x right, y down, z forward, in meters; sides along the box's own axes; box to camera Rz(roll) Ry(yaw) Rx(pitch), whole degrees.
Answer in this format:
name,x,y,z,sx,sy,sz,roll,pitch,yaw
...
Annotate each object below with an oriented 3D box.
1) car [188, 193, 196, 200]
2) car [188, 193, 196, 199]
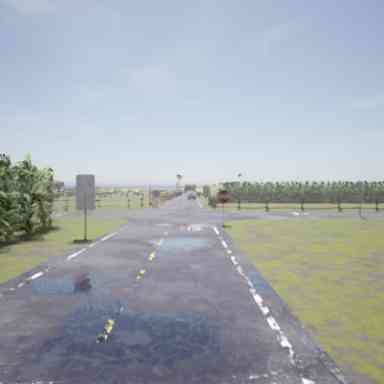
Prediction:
name,x,y,z,sx,sy,sz,roll,pitch,yaw
car,0.007,1.056,79.953,2.097,1.767,4.553,0,0,0
car,0.008,1.035,89.987,2.033,1.411,5.357,0,0,0
